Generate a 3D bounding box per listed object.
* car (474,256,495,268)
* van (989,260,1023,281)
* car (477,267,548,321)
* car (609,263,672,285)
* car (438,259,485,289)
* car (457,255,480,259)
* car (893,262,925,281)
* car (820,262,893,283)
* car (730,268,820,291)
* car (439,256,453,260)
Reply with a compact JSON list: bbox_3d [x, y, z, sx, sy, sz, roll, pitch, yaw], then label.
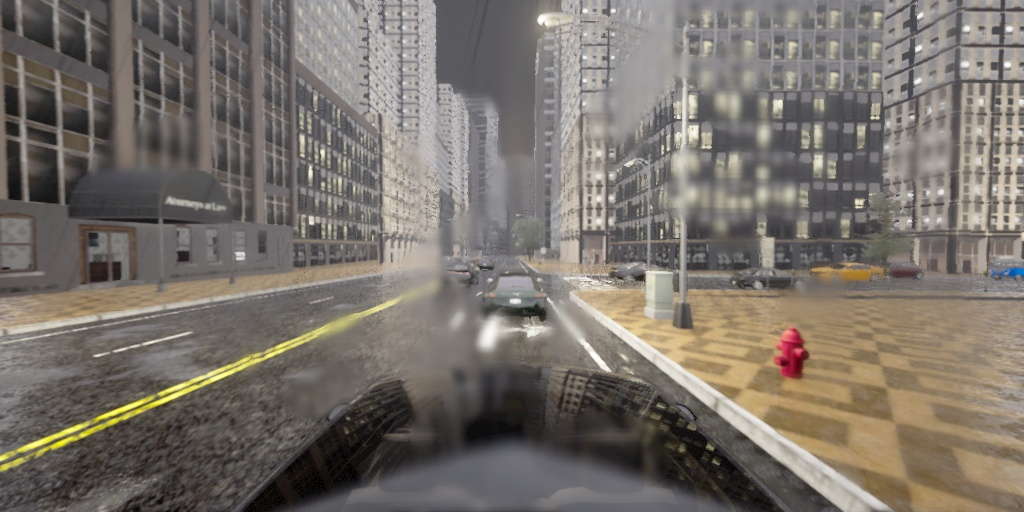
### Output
[{"bbox_3d":[-3.153,0.969,43.878,1.994,1.385,4.181,0,0,0],"label":"car"},{"bbox_3d":[44.022,1.262,31.075,3.998,1.789,1.690,0,0,-1],"label":"van"},{"bbox_3d":[0.097,1.229,12.101,1.994,1.385,4.181,0,0,0],"label":"car"},{"bbox_3d":[9.337,1.211,25.166,4.902,1.511,2.128,0,1,0],"label":"car"},{"bbox_3d":[-3.142,1.160,22.508,2.128,1.511,4.902,1,1,0],"label":"car"},{"bbox_3d":[-6.561,0.870,53.916,2.033,1.411,5.357,0,0,1],"label":"car"},{"bbox_3d":[32.741,1.253,30.933,4.097,1.591,1.967,0,0,-1],"label":"car"},{"bbox_3d":[26.327,1.292,28.235,5.008,1.535,1.882,1,1,-1],"label":"car"},{"bbox_3d":[15.912,1.407,22.213,4.403,1.370,2.007,0,0,-1],"label":"car"},{"bbox_3d":[-9.814,0.815,53.882,2.128,1.511,4.902,0,0,0],"label":"car"}]
